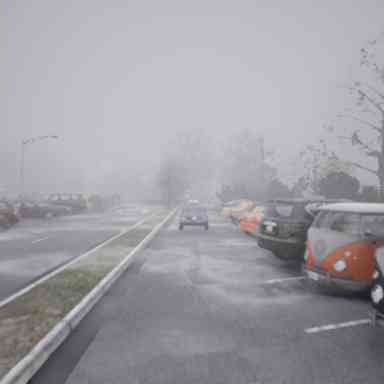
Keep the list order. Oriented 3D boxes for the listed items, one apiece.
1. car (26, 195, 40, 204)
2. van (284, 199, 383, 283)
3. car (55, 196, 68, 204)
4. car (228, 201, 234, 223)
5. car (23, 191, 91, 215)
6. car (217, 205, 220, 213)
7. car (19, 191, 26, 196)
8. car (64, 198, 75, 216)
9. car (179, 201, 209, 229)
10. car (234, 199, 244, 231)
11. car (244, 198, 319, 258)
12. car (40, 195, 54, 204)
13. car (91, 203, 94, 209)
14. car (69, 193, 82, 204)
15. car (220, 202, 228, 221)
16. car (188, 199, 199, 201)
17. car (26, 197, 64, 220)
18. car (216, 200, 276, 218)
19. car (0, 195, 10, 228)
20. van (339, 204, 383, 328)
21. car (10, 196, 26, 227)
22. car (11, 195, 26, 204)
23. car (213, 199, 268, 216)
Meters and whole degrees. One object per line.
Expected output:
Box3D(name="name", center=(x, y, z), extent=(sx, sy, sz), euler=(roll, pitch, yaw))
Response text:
Box3D(name="car", center=(-33.341, 1.555, 69.743), extent=(2.185, 1.767, 4.553), euler=(1, -3, -19))
Box3D(name="van", center=(4.723, 1.261, 7.969), extent=(4.442, 1.987, 1.878), euler=(1, 0, -20))
Box3D(name="car", center=(-27.289, 1.679, 69.625), extent=(2.231, 1.521, 4.892), euler=(1, -3, -19))
Box3D(name="car", center=(4.871, 1.368, 19.925), extent=(4.553, 1.767, 2.185), euler=(1, 0, -20))
Box3D(name="car", center=(-13.303, 1.219, 33.018), extent=(5.566, 2.045, 2.435), euler=(-1, 0, -20))
Box3D(name="car", center=(5.022, 1.495, 26.770), extent=(5.366, 1.575, 1.946), euler=(1, 0, -20))
Box3D(name="car", center=(-25.940, 0.905, 52.639), extent=(2.435, 2.045, 5.566), euler=(1, -1, -19))
Box3D(name="car", center=(-13.292, 1.517, 30.017), extent=(4.674, 1.452, 2.002), euler=(-1, 0, -20))
Box3D(name="car", center=(0.112, 1.556, 21.501), extent=(2.033, 1.411, 5.357), euler=(0, 0, 0))
Box3D(name="car", center=(4.806, 1.366, 16.935), extent=(4.553, 1.767, 2.185), euler=(1, 0, -20))
Box3D(name="car", center=(4.861, 1.239, 11.000), extent=(5.566, 2.045, 2.435), euler=(1, 0, -20))
Box3D(name="car", center=(-30.304, 1.551, 69.638), extent=(2.185, 1.767, 4.553), euler=(1, -3, -19))
Box3D(name="car", center=(-13.436, 1.457, 35.993), extent=(5.366, 1.575, 1.946), euler=(-1, 1, -20))
Box3D(name="car", center=(-24.285, 1.427, 69.607), extent=(2.435, 2.045, 5.566), euler=(1, -3, -19))
Box3D(name="car", center=(4.819, 1.524, 23.295), extent=(4.792, 1.488, 2.163), euler=(1, 0, -20))
Box3D(name="car", center=(0.150, 1.525, 39.300), extent=(1.812, 1.442, 4.674), euler=(0, 0, 0))
Box3D(name="car", center=(-13.311, 1.479, 26.992), extent=(5.008, 1.535, 2.097), euler=(-1, 0, -20))
Box3D(name="car", center=(4.849, 1.498, 30.095), extent=(4.892, 1.521, 2.231), euler=(1, 0, -20))
Box3D(name="car", center=(-13.321, 1.222, 17.977), extent=(5.566, 2.045, 2.435), euler=(-1, 0, -20))
Box3D(name="van", center=(4.725, 1.260, 4.992), extent=(4.442, 1.987, 1.878), euler=(1, 0, -20))
Box3D(name="car", center=(-13.303, 1.350, 20.974), extent=(4.553, 1.767, 2.185), euler=(-1, 0, -20))
Box3D(name="car", center=(-36.368, 1.555, 69.781), extent=(2.185, 1.767, 4.553), euler=(1, -3, -19))
Box3D(name="car", center=(4.867, 1.499, 33.489), extent=(4.892, 1.521, 2.231), euler=(1, 0, -20))
